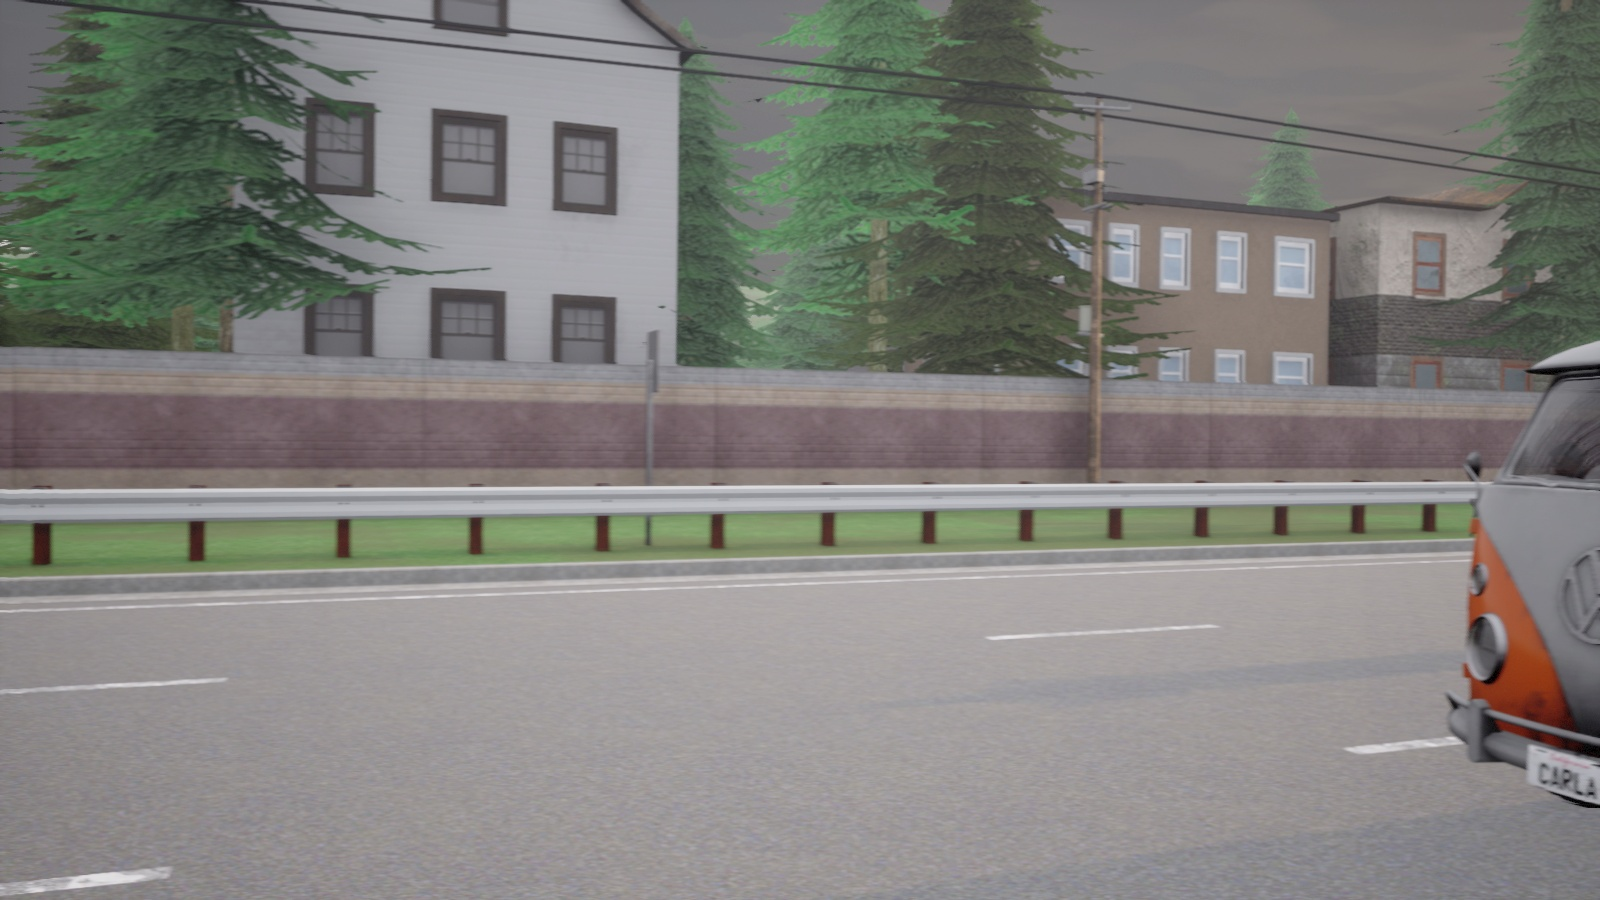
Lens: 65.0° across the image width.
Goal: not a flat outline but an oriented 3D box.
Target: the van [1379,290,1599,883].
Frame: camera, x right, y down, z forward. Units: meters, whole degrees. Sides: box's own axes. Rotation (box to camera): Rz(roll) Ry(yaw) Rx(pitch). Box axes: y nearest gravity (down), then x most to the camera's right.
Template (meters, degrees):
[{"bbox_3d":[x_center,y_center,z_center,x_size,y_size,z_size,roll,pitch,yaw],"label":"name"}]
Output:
[{"bbox_3d":[4.735,0.426,5.034,4.442,1.987,1.775,-1,1,-21],"label":"van"}]
